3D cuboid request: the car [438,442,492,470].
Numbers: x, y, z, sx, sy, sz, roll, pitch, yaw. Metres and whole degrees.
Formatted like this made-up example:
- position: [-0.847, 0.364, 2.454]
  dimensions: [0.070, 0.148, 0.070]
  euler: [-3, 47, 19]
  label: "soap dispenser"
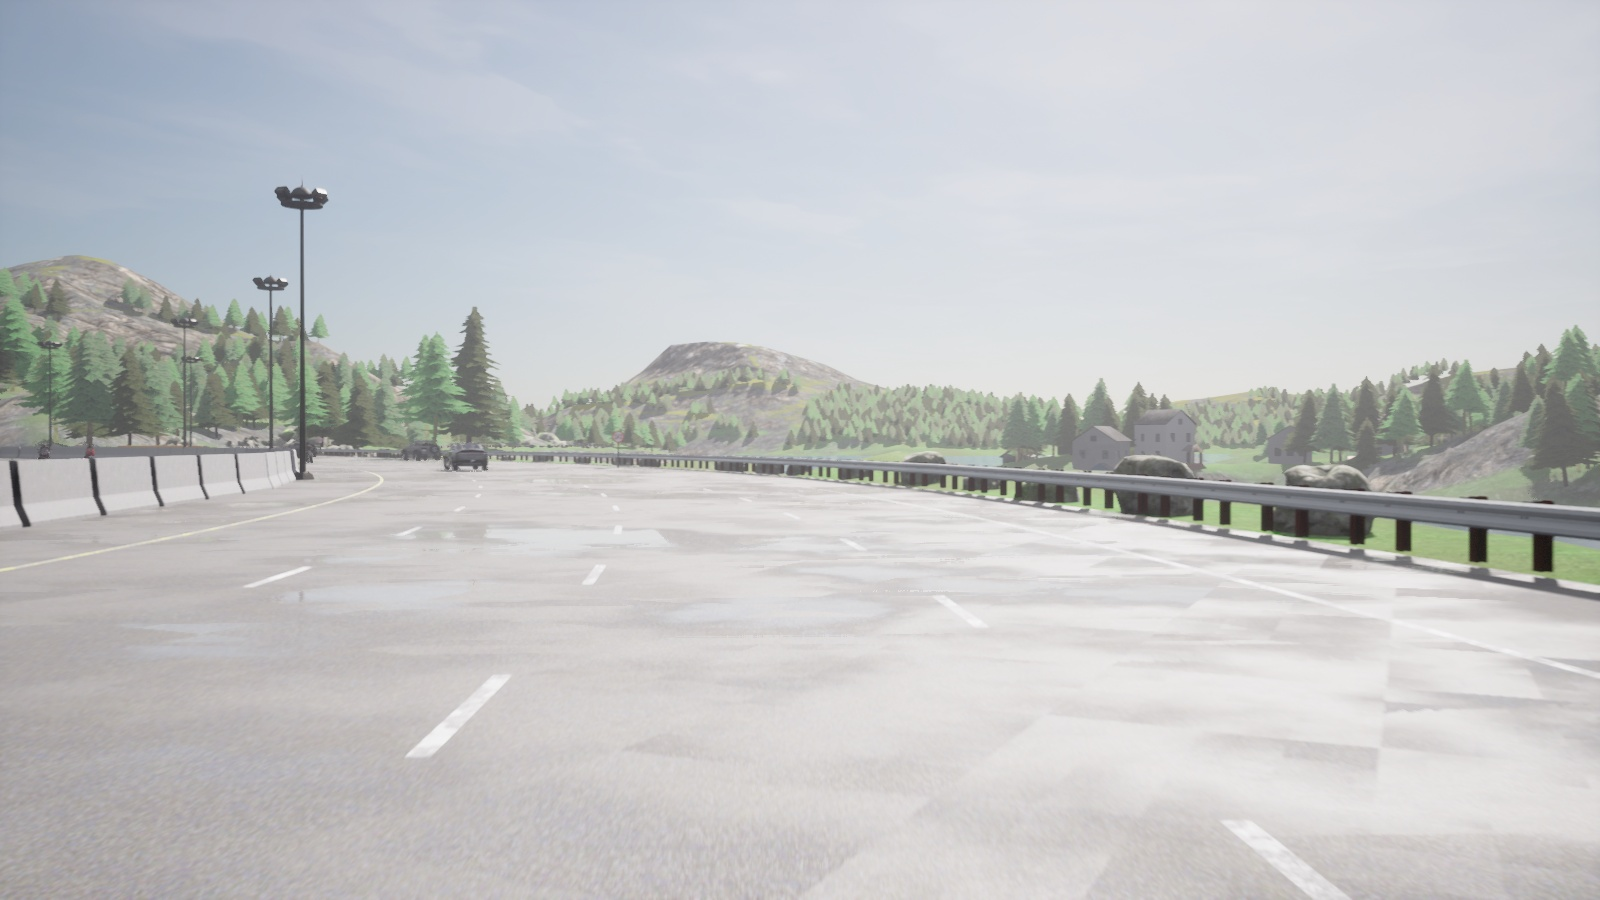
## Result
- position: [-18.515, 0.300, 69.304]
  dimensions: [2.128, 1.511, 4.902]
  euler: [0, 0, -24]
  label: "car"
